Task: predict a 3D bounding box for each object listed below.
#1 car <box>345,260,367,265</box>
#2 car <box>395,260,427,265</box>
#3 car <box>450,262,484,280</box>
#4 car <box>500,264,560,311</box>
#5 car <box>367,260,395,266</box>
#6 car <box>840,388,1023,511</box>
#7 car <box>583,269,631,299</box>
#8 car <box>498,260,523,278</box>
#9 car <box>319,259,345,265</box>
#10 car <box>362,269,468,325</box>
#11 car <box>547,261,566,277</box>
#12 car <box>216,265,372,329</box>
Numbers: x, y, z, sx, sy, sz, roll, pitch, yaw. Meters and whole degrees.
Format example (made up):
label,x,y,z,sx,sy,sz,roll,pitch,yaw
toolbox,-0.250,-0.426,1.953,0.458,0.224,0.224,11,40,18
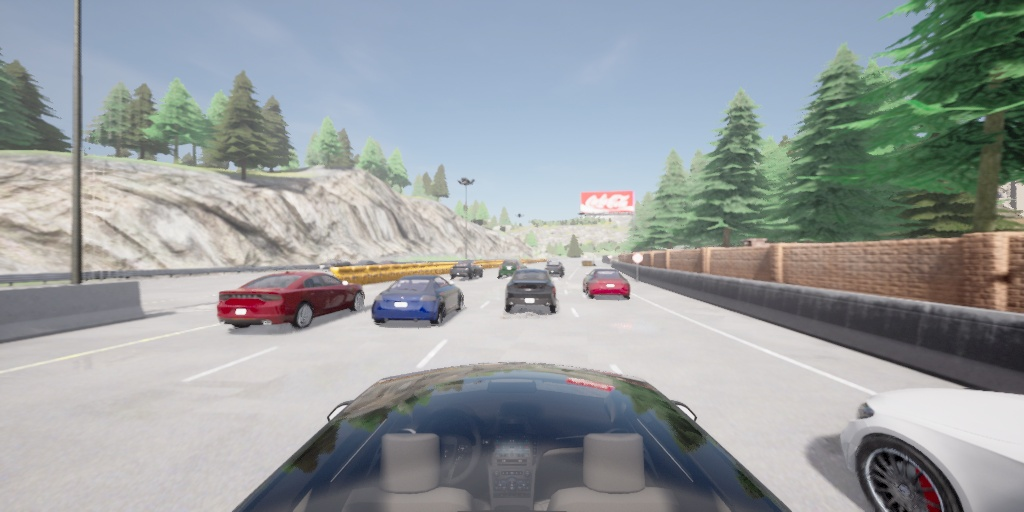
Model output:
label,x,y,z,sx,sy,sz,roll,pitch,yaw
car,-18.841,1.232,46.083,1.812,1.442,4.674,0,0,12
car,-12.018,1.216,44.552,2.128,1.511,4.902,0,0,12
car,-3.837,1.236,31.001,2.128,1.511,4.902,0,0,11
car,0.803,1.255,14.419,1.837,1.490,4.892,0,0,5
car,-15.556,1.240,44.720,1.812,1.442,4.674,0,0,12
car,3.658,1.286,0.999,1.812,1.442,4.674,0,0,0
car,4.771,1.330,18.500,1.994,1.385,4.181,0,0,7
car,0.168,1.108,33.245,2.097,1.767,4.553,0,0,11
car,-22.486,1.189,45.753,2.128,1.511,4.902,0,0,12
car,-2.918,1.308,11.847,1.994,1.385,4.181,0,0,4
car,4.258,1.260,35.863,2.128,1.511,4.902,0,0,11
car,-6.469,1.211,11.220,1.882,1.535,5.008,0,0,3
